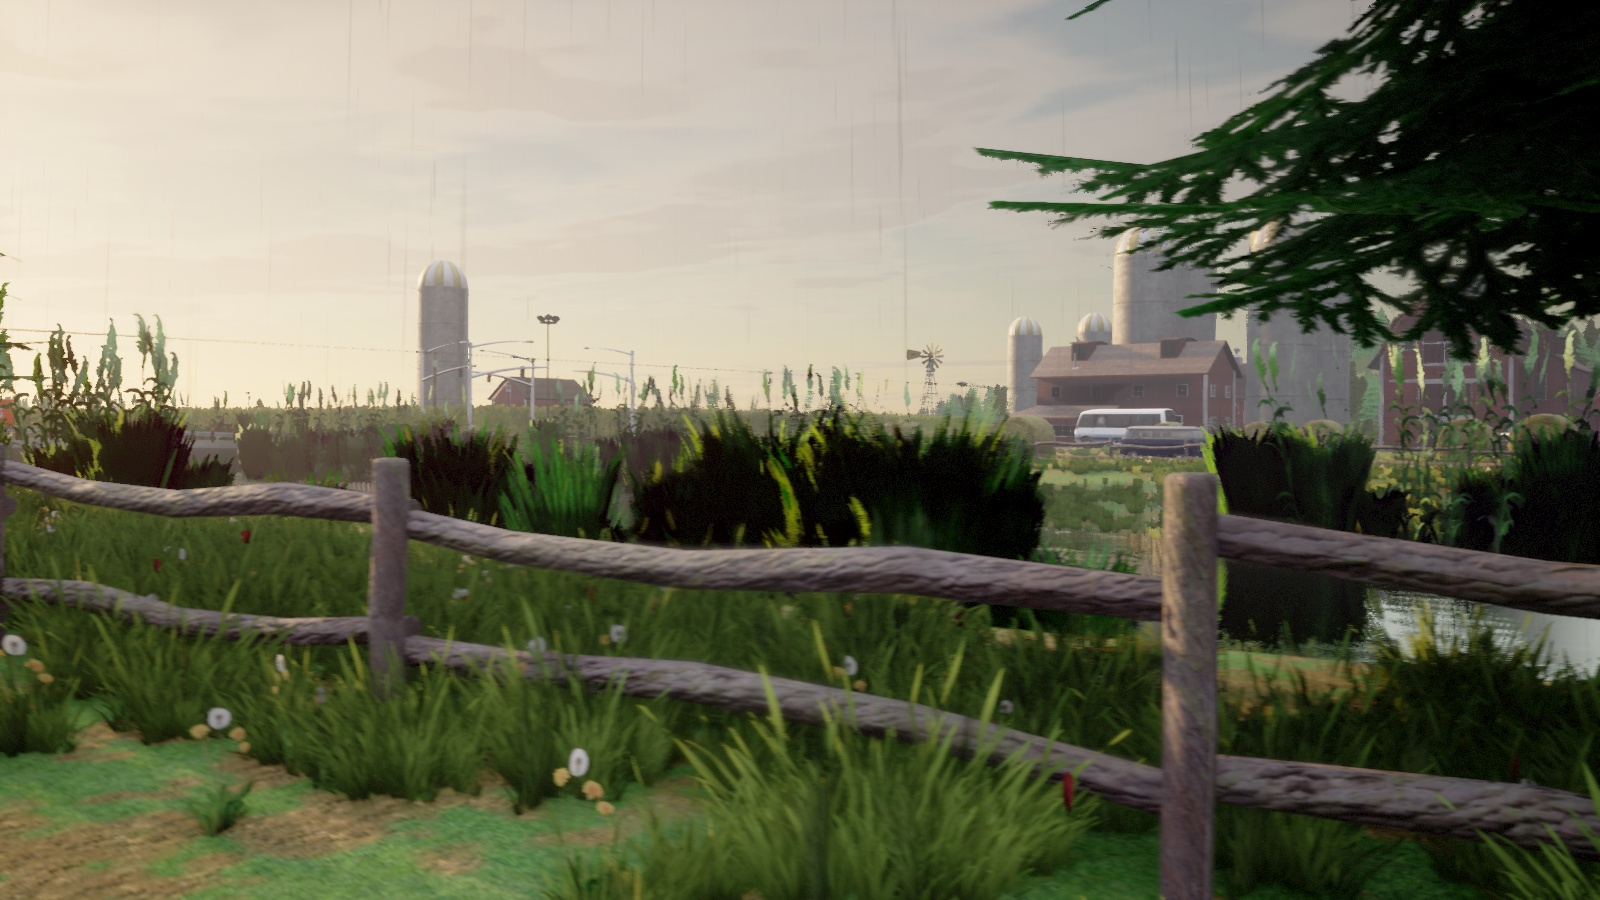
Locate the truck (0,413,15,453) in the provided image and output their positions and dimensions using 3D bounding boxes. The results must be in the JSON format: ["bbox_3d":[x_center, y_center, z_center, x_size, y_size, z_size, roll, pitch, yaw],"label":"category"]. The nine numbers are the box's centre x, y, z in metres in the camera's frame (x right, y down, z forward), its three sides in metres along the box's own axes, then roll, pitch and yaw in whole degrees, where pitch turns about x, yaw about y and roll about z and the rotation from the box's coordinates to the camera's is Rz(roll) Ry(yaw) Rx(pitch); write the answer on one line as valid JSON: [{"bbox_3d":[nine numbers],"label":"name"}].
[{"bbox_3d":[-51.984,-0.992,77.734,5.204,2.467,2.627,-3,2,-43],"label":"truck"}]

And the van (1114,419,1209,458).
[{"bbox_3d":[18.929,-0.610,65.846,4.442,1.987,1.775,0,1,42],"label":"van"}]
